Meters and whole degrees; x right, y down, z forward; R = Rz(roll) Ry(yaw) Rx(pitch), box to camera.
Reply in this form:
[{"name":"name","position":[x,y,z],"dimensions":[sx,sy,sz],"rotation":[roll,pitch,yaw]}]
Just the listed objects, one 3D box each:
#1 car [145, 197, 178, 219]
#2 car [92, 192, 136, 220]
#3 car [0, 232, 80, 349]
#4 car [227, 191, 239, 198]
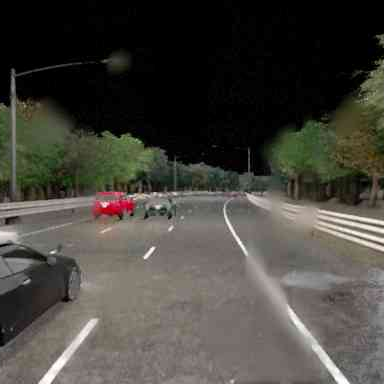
[{"name":"car","position":[-2.392,1.147,26.753],"dimensions":[2.097,1.767,4.553],"rotation":[0,1,4]},{"name":"car","position":[-5.961,1.027,26.013],"dimensions":[2.150,2.045,5.566],"rotation":[0,1,4]},{"name":"car","position":[-3.314,1.506,5.217],"dimensions":[1.812,1.442,4.674],"rotation":[0,0,1]},{"name":"car","position":[9.735,0.635,80.857],"dimensions":[1.812,1.442,4.674],"rotation":[0,1,12]}]
